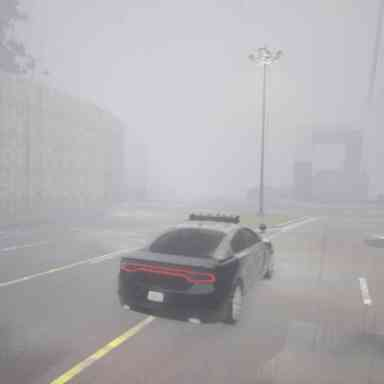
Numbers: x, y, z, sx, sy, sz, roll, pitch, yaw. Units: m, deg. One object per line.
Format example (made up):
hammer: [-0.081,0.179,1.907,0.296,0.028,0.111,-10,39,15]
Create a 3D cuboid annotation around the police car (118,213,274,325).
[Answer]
police car: [0.528,1.295,7.199,1.930,1.638,5.238,2,1,24]
